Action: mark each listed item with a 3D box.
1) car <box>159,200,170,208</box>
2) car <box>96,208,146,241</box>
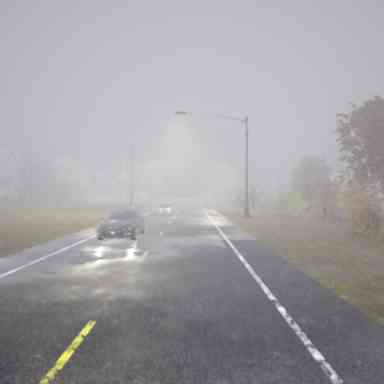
[{"bbox_3d":[-4.834,2.068,58.687,1.895,1.301,4.718,0,0,-6],"label":"car"},{"bbox_3d":[-3.605,1.637,17.591,1.837,1.490,4.892,0,0,0],"label":"car"}]
